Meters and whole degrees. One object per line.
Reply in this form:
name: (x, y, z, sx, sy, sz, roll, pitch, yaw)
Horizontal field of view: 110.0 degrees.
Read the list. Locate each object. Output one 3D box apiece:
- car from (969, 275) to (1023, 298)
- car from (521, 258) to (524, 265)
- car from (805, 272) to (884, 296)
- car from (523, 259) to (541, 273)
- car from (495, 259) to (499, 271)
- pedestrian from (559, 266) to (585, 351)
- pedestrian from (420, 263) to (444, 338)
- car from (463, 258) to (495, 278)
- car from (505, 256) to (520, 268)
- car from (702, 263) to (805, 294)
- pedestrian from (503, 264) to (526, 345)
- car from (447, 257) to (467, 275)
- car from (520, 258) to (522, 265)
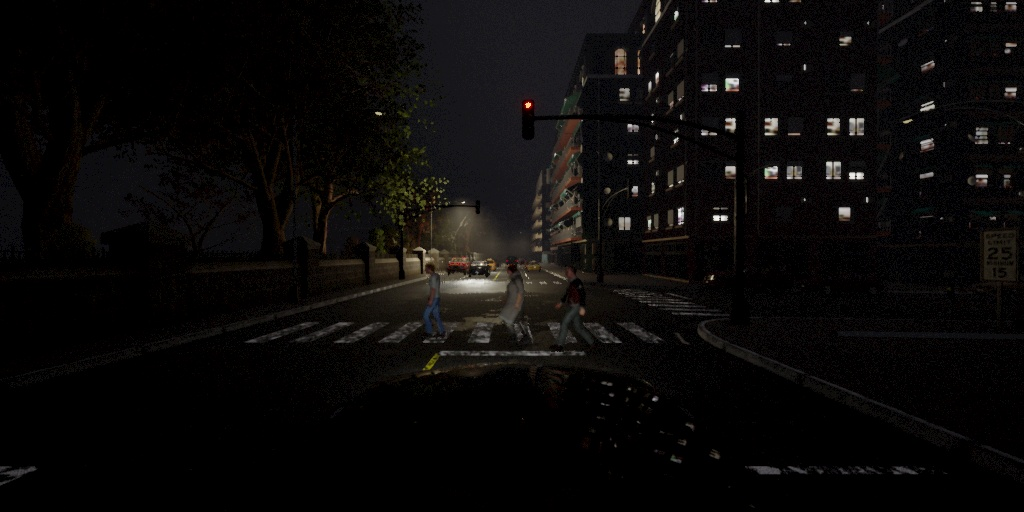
car: (31.515, 1.857, 22.290, 4.829, 1.417, 1.751, 0, 0, 0)
car: (2.689, 1.306, 49.891, 1.888, 1.381, 4.507, 0, 0, 0)
car: (20.293, 1.671, 22.255, 4.507, 1.381, 1.888, 0, 0, 0)
car: (2.689, 1.283, 44.526, 1.751, 1.417, 4.829, 0, 0, 0)
car: (-3.089, 1.237, 47.709, 1.882, 1.535, 5.008, 0, 0, 0)
pedestrian: (1.235, 1.043, 7.392, 0.375, 1.860, 0.375, 0, 0, 0)
pedestrian: (-1.926, 1.043, 8.640, 0.375, 1.860, 0.375, 0, 0, 0)
car: (-3.088, 1.244, 34.761, 2.128, 1.511, 4.902, 0, 0, 0)
car: (-0.001, 0.992, 63.751, 2.150, 2.045, 5.566, 0, 0, 0)
car: (14.598, 1.337, 22.236, 5.009, 1.841, 2.192, 0, 0, 0)
pedestrian: (0.054, 1.043, 8.041, 0.375, 1.860, 0.375, 0, 0, 0)
car: (-5.691, 1.069, 38.820, 2.192, 1.841, 5.009, 0, 0, 0)
car: (2.689, 1.315, 55.427, 2.007, 1.370, 4.403, 0, 0, 0)
